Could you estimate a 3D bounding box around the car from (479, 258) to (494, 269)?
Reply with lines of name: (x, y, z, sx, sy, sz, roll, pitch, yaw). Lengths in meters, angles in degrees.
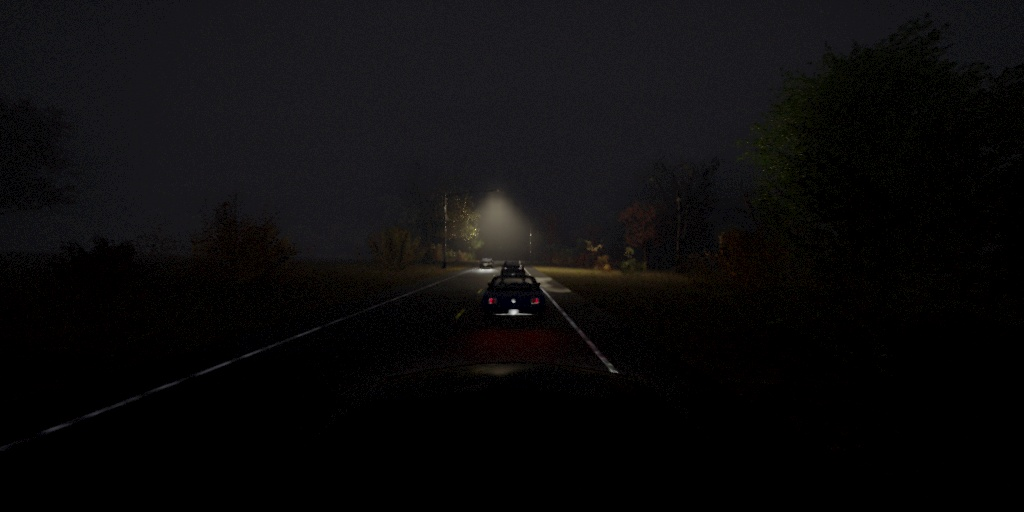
car: (-3.561, 1.020, 51.021, 2.128, 1.511, 4.902, 0, 0, 0)

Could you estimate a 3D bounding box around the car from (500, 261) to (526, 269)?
car: (0.081, 1.115, 28.941, 2.128, 1.511, 4.902, 0, 0, 0)

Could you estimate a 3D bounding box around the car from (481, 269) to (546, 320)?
car: (0.067, 1.298, 12.426, 1.895, 1.301, 4.718, 0, 0, 0)
